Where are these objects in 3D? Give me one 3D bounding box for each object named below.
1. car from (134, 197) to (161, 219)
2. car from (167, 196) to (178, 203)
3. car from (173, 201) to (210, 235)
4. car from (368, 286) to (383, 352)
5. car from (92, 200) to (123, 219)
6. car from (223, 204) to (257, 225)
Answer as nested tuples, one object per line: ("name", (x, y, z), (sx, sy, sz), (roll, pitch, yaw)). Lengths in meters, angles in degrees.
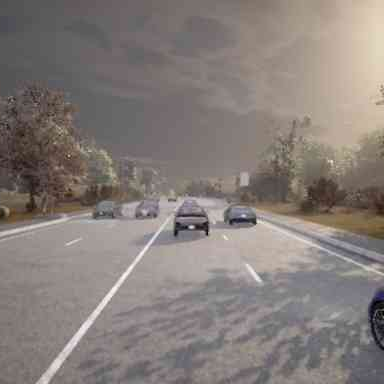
("car", (-3.808, 1.497, 29.115), (2.128, 1.511, 4.902), (0, 0, 0))
("car", (-4.032, 1.481, 69.188), (1.882, 1.535, 5.008), (0, 0, 0))
("car", (-0.029, 1.493, 18.609), (2.128, 1.511, 4.902), (0, 0, 0))
("car", (3.571, 1.524, 3.095), (1.812, 1.442, 4.674), (0, 0, 0))
("car", (-7.307, 1.512, 29.105), (1.837, 1.490, 4.892), (0, 0, 0))
("car", (3.429, 1.564, 24.202), (1.994, 1.385, 4.181), (0, 0, 0))
